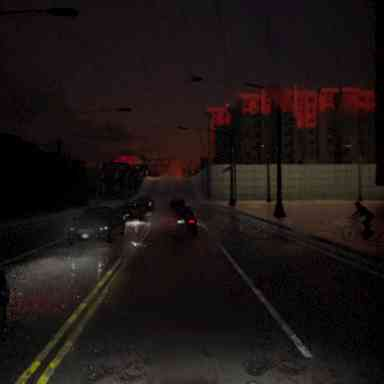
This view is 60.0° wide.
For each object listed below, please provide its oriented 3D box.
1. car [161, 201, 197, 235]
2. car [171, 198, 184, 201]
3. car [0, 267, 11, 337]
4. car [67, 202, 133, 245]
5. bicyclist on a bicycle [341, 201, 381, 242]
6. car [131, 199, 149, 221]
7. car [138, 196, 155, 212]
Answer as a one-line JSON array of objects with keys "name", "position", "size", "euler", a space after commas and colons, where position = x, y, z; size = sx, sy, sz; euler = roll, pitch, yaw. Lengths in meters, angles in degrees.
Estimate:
[{"name": "car", "position": [-0.719, 1.477, 18.431], "size": [2.033, 1.411, 5.357], "euler": [0, 0, -3]}, {"name": "car", "position": [-1.848, 1.451, 42.367], "size": [1.895, 1.301, 4.718], "euler": [0, 0, -3]}, {"name": "car", "position": [-3.719, 1.529, 3.528], "size": [1.812, 1.442, 4.674], "euler": [0, 0, -3]}, {"name": "car", "position": [-4.283, 1.457, 15.474], "size": [2.128, 1.511, 4.902], "euler": [0, 0, -3]}, {"name": "bicyclist on a bicycle", "position": [6.810, 1.201, 13.377], "size": [1.656, 1.620, 0.582], "euler": [-1, 0, -3]}, {"name": "car", "position": [-4.781, 1.492, 26.238], "size": [1.994, 1.385, 4.181], "euler": [0, 0, -3]}, {"name": "car", "position": [-5.238, 1.246, 36.681], "size": [2.097, 1.767, 4.553], "euler": [0, 0, -2]}]
